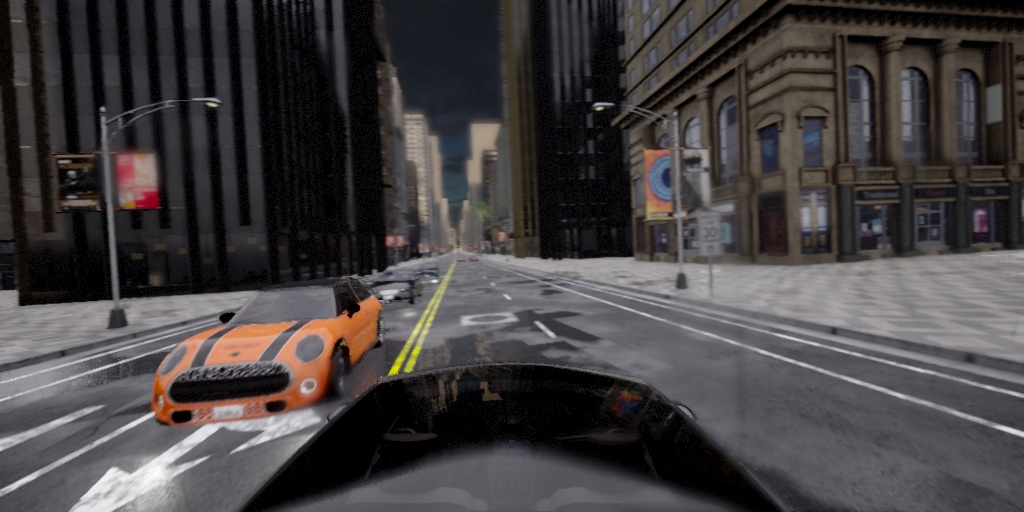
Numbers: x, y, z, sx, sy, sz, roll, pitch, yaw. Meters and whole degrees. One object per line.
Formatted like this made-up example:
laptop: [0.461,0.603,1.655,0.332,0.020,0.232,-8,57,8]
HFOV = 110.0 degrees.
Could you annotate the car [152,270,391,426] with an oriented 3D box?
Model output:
car: [-3.755,1.262,6.476,2.097,1.767,4.553,-3,1,-9]

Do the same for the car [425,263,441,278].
car: [-7.849,1.383,34.316,2.033,1.411,5.357,-3,1,-8]

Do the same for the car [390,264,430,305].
car: [-5.296,1.379,16.792,2.128,1.511,4.902,-3,1,-8]
